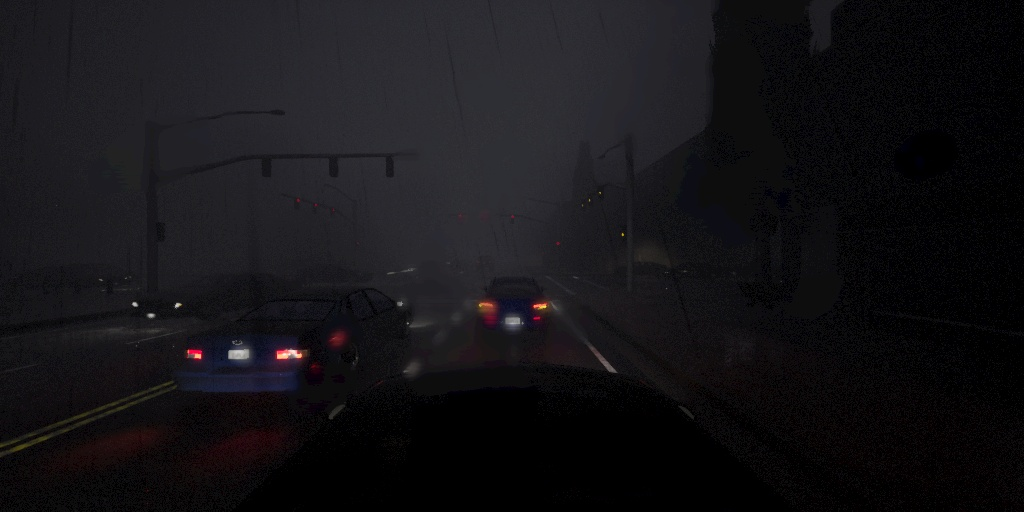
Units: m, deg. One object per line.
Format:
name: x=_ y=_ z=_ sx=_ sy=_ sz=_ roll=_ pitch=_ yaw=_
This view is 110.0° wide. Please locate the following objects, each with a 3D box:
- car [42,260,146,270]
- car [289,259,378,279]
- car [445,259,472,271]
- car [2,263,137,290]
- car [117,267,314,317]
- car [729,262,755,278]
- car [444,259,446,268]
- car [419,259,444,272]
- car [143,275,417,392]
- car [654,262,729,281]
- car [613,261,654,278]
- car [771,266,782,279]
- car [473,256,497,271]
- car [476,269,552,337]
car: x=-29.352 y=1.254 z=25.275 sx=4.892 sy=1.490 sz=1.837 roll=0 pitch=0 yaw=0
car: x=-12.558 y=1.227 z=25.470 sx=5.008 sy=1.535 sz=1.882 roll=0 pitch=0 yaw=-2
car: x=-7.270 y=1.241 z=49.284 sx=2.128 sy=1.511 sz=4.902 roll=0 pitch=0 yaw=1
car: x=-26.724 y=1.297 z=21.787 sx=5.357 sy=1.411 sz=2.033 roll=0 pitch=0 yaw=0
car: x=-9.903 y=1.297 z=12.790 sx=2.033 sy=1.411 sz=5.357 roll=0 pitch=0 yaw=7
car: x=21.633 y=1.297 z=33.322 sx=5.357 sy=1.411 sz=2.033 roll=0 pitch=0 yaw=0
car: x=-10.617 y=1.255 z=56.572 sx=1.837 sy=1.490 sz=4.892 roll=0 pitch=0 yaw=1
car: x=-10.803 y=1.228 z=47.233 sx=1.882 sy=1.535 sz=5.008 roll=0 pitch=0 yaw=1
car: x=-3.449 y=1.297 z=7.060 sx=2.033 sy=1.411 sz=5.357 roll=0 pitch=0 yaw=0
car: x=14.827 y=1.255 z=29.836 sx=4.892 sy=1.490 sz=1.837 roll=0 pitch=0 yaw=0
car: x=11.895 y=1.241 z=33.342 sx=4.902 sy=1.511 sz=2.128 roll=0 pitch=0 yaw=0
car: x=24.033 y=1.102 z=29.816 sx=4.553 sy=1.767 sz=2.097 roll=0 pitch=0 yaw=0
car: x=-3.567 y=0.971 z=48.795 sx=2.150 sy=2.045 sz=5.566 roll=0 pitch=0 yaw=1
car: x=0.058 y=1.276 z=10.161 sx=1.812 sy=1.442 sz=4.674 roll=0 pitch=0 yaw=0
